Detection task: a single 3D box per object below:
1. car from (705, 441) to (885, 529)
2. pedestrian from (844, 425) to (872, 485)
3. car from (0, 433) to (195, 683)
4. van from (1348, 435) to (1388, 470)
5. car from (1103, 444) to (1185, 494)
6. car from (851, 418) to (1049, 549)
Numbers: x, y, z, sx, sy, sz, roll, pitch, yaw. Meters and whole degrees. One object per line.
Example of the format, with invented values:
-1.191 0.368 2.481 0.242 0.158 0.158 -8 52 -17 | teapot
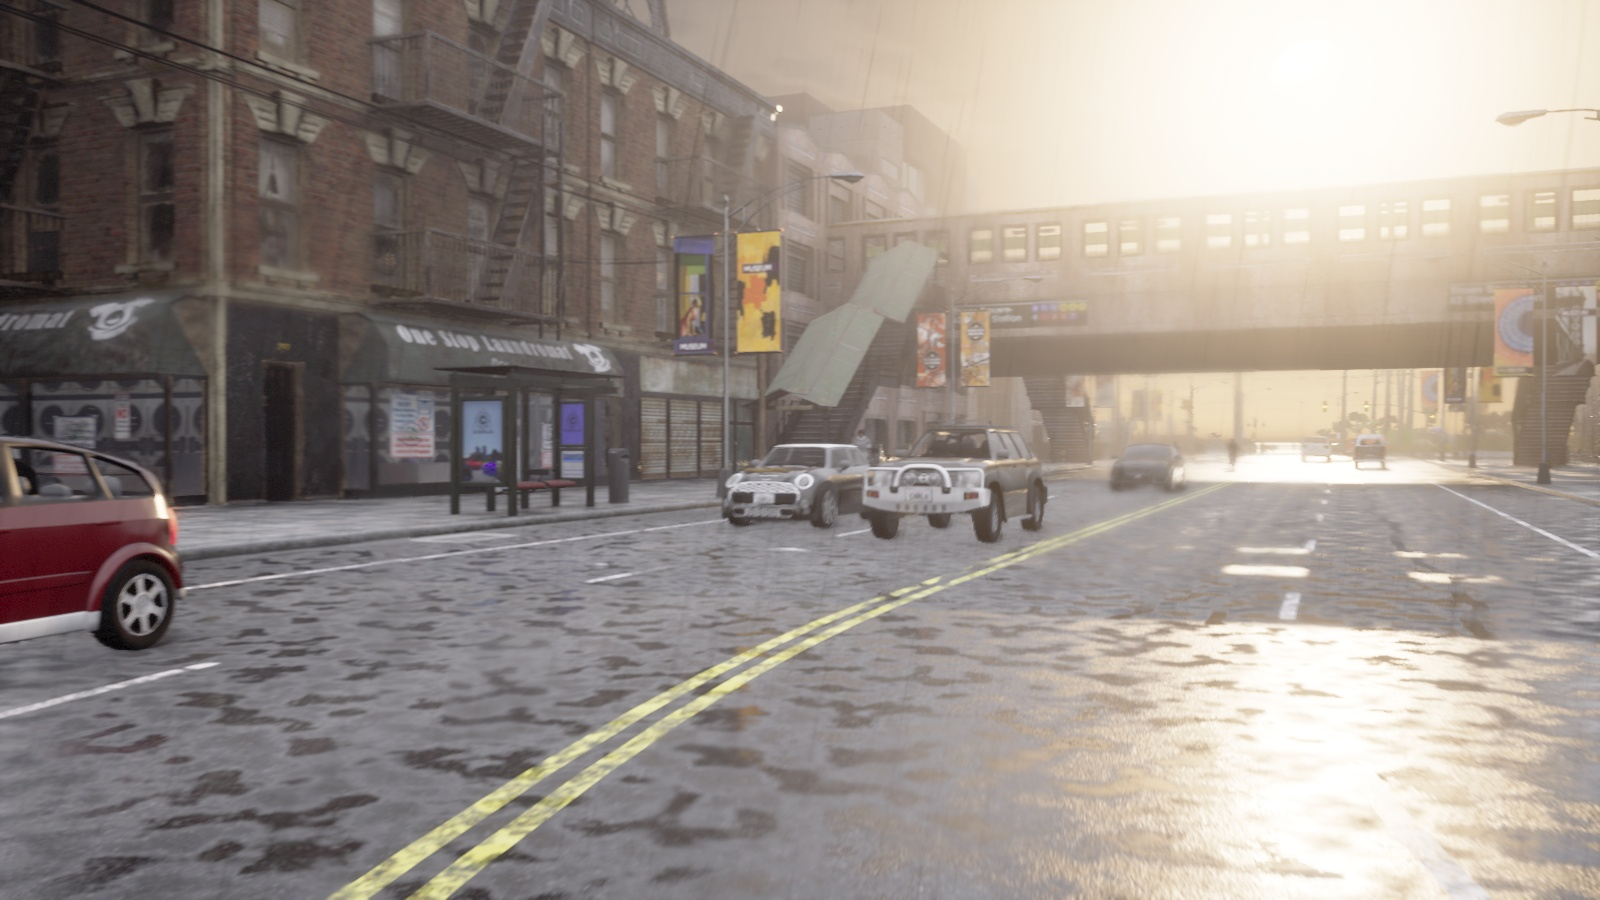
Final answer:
0.012 0.580 23.219 1.970 1.475 3.806 0 0 23 | car
1.923 0.172 41.552 0.659 1.952 0.873 0 0 23 | pedestrian
-5.869 0.668 7.840 1.789 1.549 3.705 0 0 15 | car
34.017 0.115 75.298 2.069 2.038 4.480 0 0 23 | van
10.995 0.549 39.883 1.837 1.490 4.892 0 0 23 | car
2.553 0.454 20.268 1.932 1.855 4.605 0 0 23 | car
